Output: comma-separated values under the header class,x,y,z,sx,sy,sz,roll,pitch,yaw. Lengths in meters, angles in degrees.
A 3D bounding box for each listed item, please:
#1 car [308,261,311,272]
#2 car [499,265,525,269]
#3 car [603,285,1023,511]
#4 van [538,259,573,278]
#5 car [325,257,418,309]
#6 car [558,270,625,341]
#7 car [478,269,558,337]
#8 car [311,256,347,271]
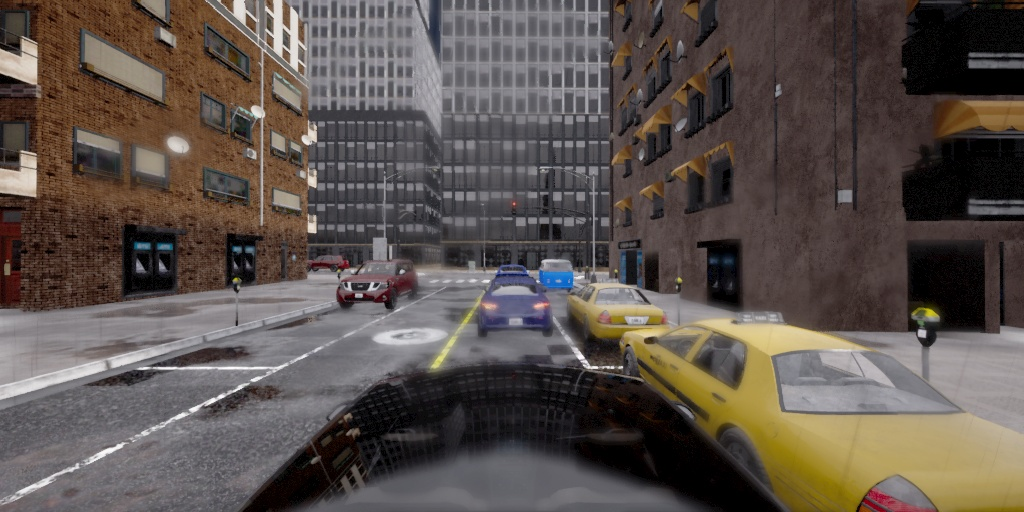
class,x,y,z,sx,sy,sz,roll,pitch,yaw
car,-21.007,1.084,32.442,4.207,1.307,1.802,0,0,-1
car,0.007,1.233,20.424,1.882,1.535,5.008,0,0,0
car,2.565,1.276,4.005,1.751,1.417,4.829,0,0,0
van,2.468,1.096,20.755,1.690,1.789,3.998,0,0,0
car,-5.379,1.068,15.070,2.192,1.841,5.009,0,0,0
car,2.532,1.277,9.645,1.751,1.417,4.829,0,0,0
car,0.061,1.277,10.163,1.812,1.442,4.674,0,0,-1
car,-21.095,0.863,40.581,5.009,1.841,2.192,0,0,-1
